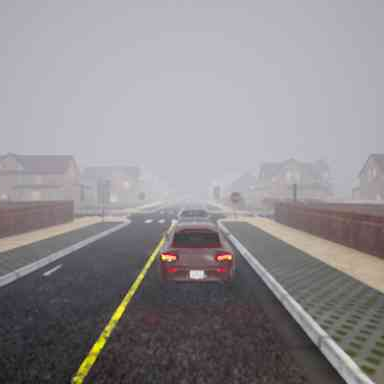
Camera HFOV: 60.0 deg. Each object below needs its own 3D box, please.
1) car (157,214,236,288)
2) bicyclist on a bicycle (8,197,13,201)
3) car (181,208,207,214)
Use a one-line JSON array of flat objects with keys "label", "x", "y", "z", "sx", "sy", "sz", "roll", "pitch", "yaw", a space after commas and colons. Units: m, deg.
[{"label": "car", "x": 0.106, "y": 1.556, "z": 9.180, "sx": 1.812, "sy": 1.442, "sz": 4.674, "roll": 0, "pitch": 0, "yaw": 0}, {"label": "bicyclist on a bicycle", "x": -20.143, "y": 1.327, "z": 36.899, "sx": 0.582, "sy": 1.620, "sz": 1.656, "roll": 0, "pitch": 0, "yaw": 0}, {"label": "car", "x": 0.107, "y": 1.608, "z": 18.663, "sx": 2.033, "sy": 1.411, "sz": 5.357, "roll": 0, "pitch": 0, "yaw": 0}]
